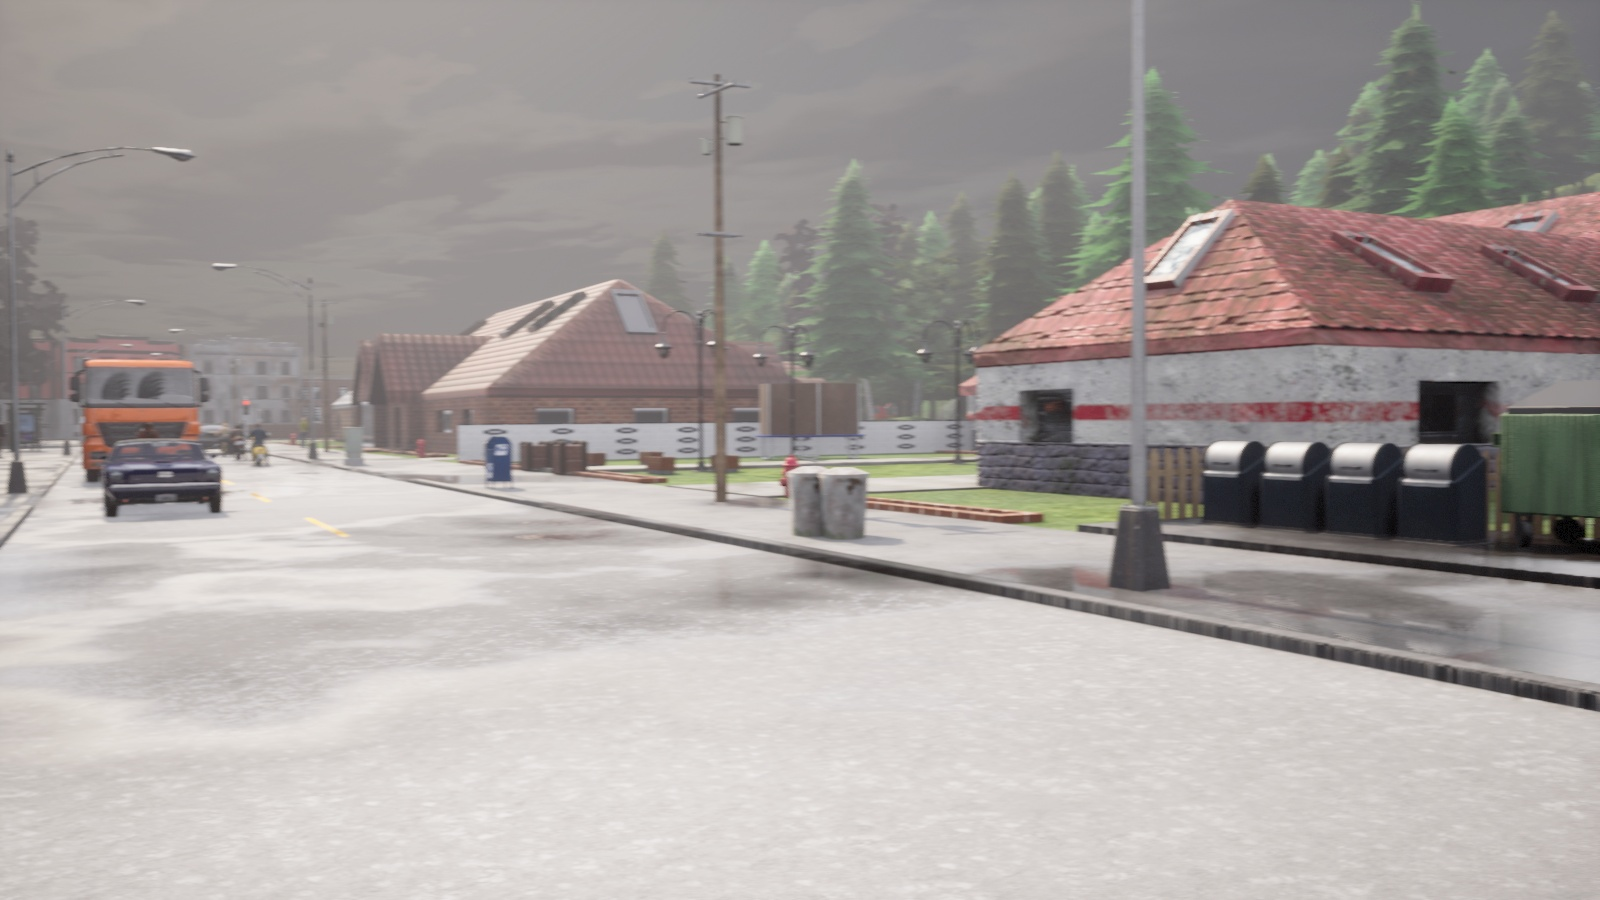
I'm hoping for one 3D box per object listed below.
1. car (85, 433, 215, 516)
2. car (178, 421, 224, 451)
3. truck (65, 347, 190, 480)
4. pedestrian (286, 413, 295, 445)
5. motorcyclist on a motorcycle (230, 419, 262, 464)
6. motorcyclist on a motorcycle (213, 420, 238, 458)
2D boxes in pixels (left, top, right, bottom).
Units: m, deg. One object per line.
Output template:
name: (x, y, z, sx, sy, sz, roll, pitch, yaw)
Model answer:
car: (-11.969, 0.365, 22.961, 1.895, 1.301, 4.718, -1, 2, -30)
car: (-30.908, -0.747, 64.744, 1.837, 1.490, 4.892, -1, 2, -29)
truck: (-19.866, -1.059, 36.977, 2.891, 3.462, 7.936, -1, 2, -29)
pedestrian: (-29.421, -1.232, 72.541, 0.354, 1.836, 0.706, -1, 2, -30)
motorcyclist on a motorcycle: (-20.195, -0.336, 45.735, 0.866, 1.590, 1.817, -1, 2, -29)
motorcyclist on a motorcycle: (-24.147, -0.478, 52.757, 0.797, 1.523, 2.044, -1, 2, -29)
